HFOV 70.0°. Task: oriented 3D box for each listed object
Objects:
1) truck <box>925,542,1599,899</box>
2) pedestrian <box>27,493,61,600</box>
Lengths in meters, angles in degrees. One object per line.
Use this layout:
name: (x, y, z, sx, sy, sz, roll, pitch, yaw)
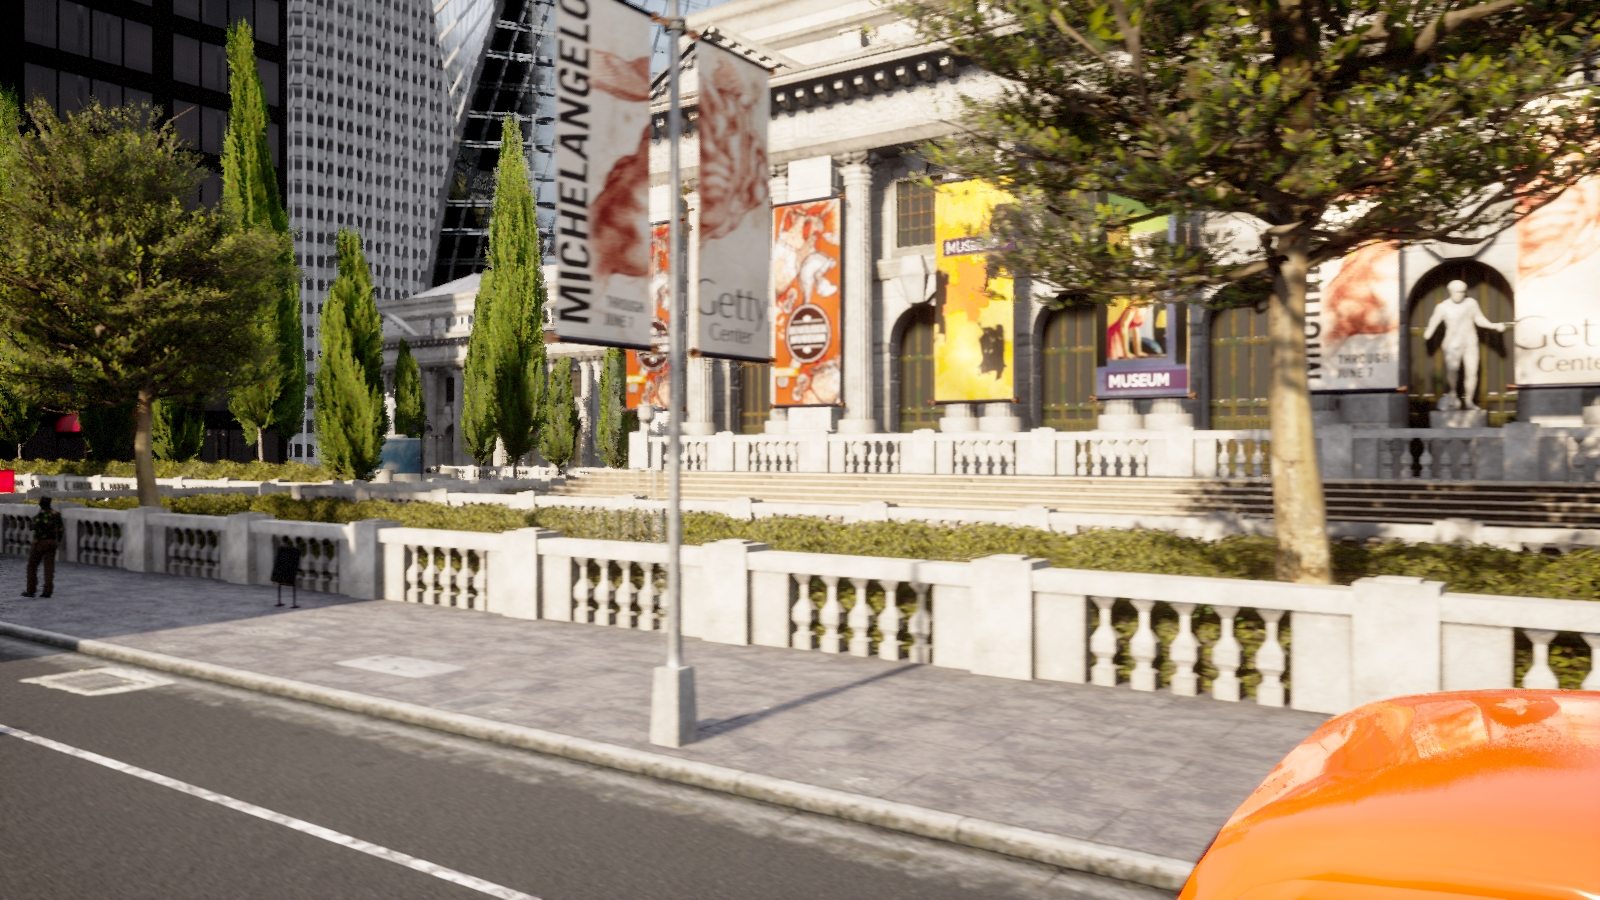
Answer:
truck: (3.108, 1.568, 1.610, 5.204, 2.467, 2.627, 0, 0, 35)
pedestrian: (-13.440, 1.704, 20.317, 0.375, 1.860, 0.375, 0, 0, 30)
